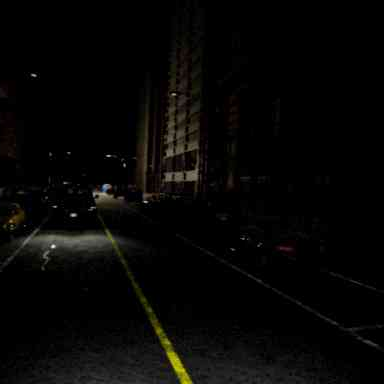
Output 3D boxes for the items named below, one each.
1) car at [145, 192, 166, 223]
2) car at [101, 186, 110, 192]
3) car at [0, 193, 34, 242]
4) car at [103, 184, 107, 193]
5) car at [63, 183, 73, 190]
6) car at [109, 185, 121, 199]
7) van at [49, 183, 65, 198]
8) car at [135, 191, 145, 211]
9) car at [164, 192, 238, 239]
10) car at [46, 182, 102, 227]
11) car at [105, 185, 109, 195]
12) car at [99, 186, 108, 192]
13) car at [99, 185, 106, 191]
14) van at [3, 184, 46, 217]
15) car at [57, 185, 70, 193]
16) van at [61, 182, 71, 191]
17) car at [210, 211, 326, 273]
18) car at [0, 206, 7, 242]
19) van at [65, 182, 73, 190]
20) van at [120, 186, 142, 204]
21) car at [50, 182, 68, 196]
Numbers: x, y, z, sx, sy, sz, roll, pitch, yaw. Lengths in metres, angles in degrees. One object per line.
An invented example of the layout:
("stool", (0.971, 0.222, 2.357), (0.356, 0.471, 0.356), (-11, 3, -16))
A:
("car", (-1.236, 0.903, 20.943), (2.192, 1.841, 5.009), (2, 1, -18))
("car", (-20.720, -0.742, 79.463), (1.887, 1.381, 4.507), (2, 1, -18))
("car", (-7.498, 0.957, 12.754), (1.752, 1.417, 4.829), (2, 1, -18))
("car", (-15.404, -0.337, 63.502), (1.967, 1.590, 4.097), (2, 1, -18))
("car", (-30.563, -1.350, 82.075), (1.967, 1.590, 4.097), (2, 1, -18))
("car", (-10.088, 0.049, 47.541), (2.192, 1.841, 5.009), (2, 1, -18))
("van", (-18.165, -0.259, 44.833), (1.690, 1.788, 3.998), (2, 1, -18))
("car", (-3.070, 0.937, 26.427), (1.752, 1.417, 4.829), (2, 1, -18))
("car", (0.534, 1.075, 15.623), (2.192, 1.841, 5.009), (2, 1, -18))
("car", (-6.291, 0.623, 17.905), (2.150, 2.045, 5.566), (2, 1, -18))
("car", (-13.639, -0.063, 58.184), (1.887, 1.381, 4.507), (2, 1, -18))
("car", (-22.491, -0.890, 84.784), (1.947, 1.339, 4.313), (2, 1, -18))
("car", (-24.313, -1.106, 90.264), (1.752, 1.417, 4.829), (2, 1, -18))
("van", (-9.313, 0.596, 18.232), (1.690, 1.788, 3.998), (2, 1, -18))
("car", (-23.486, -0.560, 60.796), (2.008, 1.369, 4.403), (2, 1, -18))
("van", (-27.017, -1.109, 71.433), (1.690, 1.788, 3.998), (2, 1, -18))
("car", (2.291, 1.513, 10.308), (1.802, 1.307, 4.206), (2, 1, -18))
("car", (-5.784, 1.180, 7.596), (1.802, 1.307, 4.206), (2, 1, -18))
("van", (-32.328, -1.618, 87.393), (1.690, 1.788, 3.998), (2, 1, -18))
("van", (-6.548, 0.416, 36.902), (1.690, 1.788, 3.998), (2, 1, -18))
("car", (-19.934, -0.455, 50.152), (2.192, 1.841, 5.009), (2, 1, -18))
